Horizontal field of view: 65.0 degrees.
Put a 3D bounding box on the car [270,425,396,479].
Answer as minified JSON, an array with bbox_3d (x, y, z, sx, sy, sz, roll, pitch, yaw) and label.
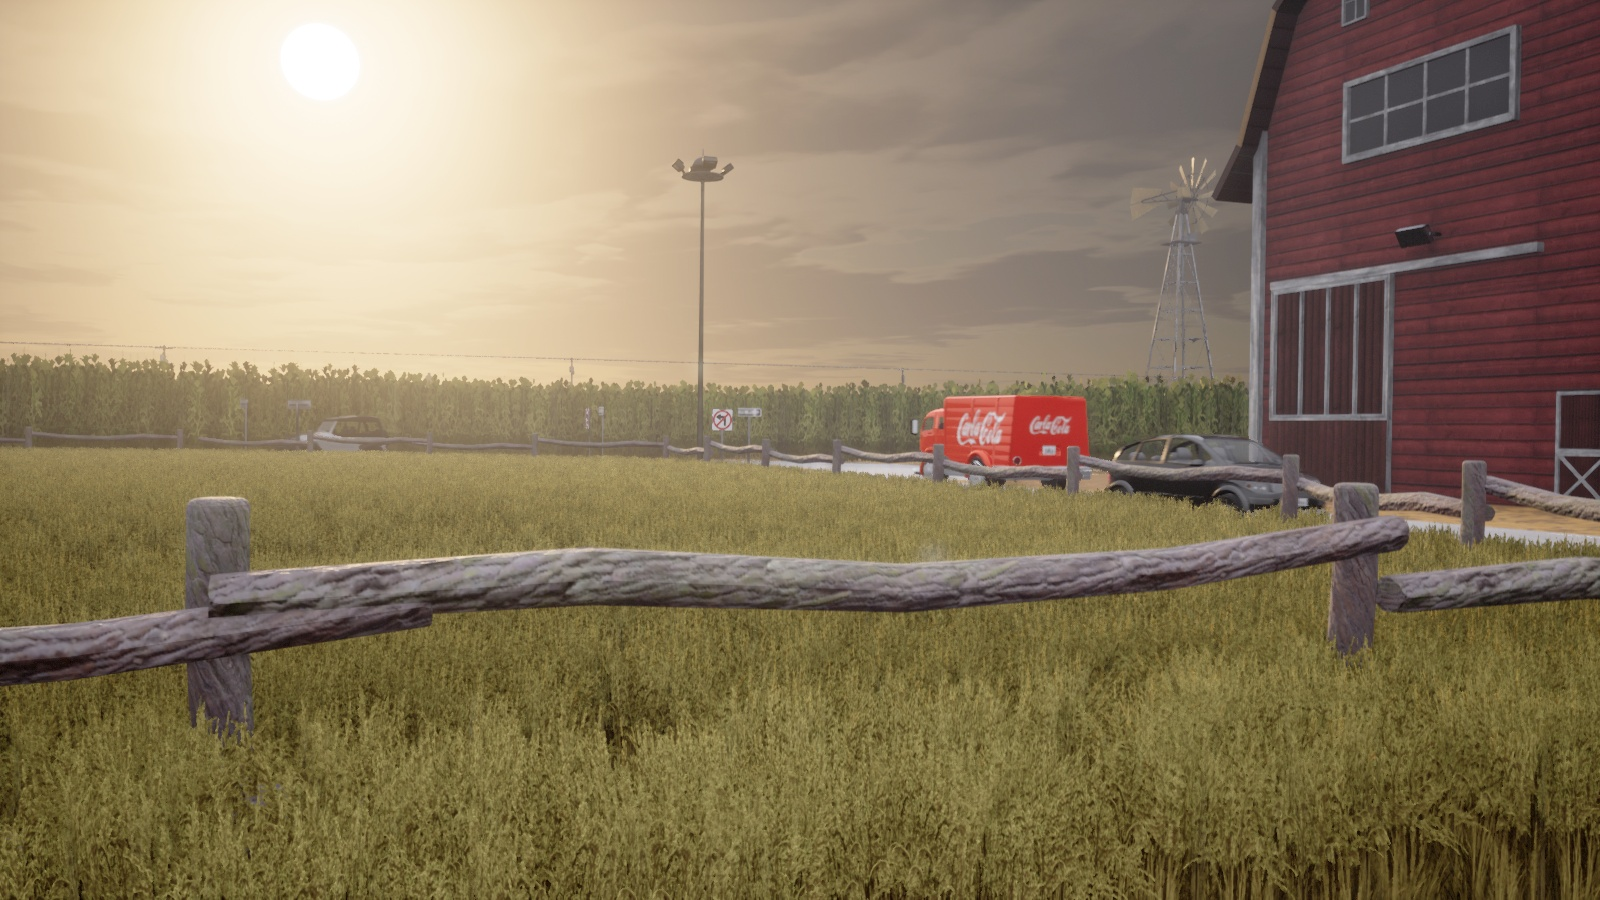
[{"bbox_3d":[-17.054,0.030,45.947,3.866,1.878,1.905,-1,1,-40],"label":"car"}]

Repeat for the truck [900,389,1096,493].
[{"bbox_3d":[4.981,-0.260,32.472,2.627,2.467,5.204,-1,1,-23],"label":"truck"}]

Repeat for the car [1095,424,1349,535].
[{"bbox_3d":[6.534,0.392,19.843,1.789,1.549,3.705,-1,1,-23],"label":"car"}]
